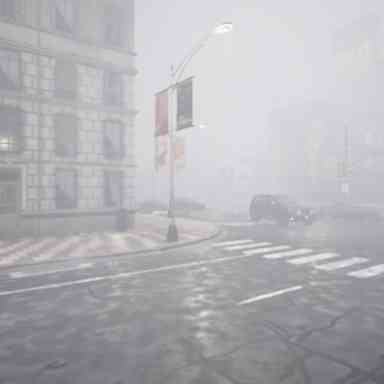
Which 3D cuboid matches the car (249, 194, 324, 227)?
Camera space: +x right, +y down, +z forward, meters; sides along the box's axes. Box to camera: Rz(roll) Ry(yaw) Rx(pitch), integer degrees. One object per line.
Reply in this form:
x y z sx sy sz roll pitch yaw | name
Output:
5.973 1.172 22.585 2.150 2.045 5.566 0 0 -20 | car

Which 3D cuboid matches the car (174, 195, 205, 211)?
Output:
-0.410 1.413 39.309 1.882 1.535 5.008 0 0 -36 | car

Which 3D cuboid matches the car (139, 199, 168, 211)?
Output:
-4.511 1.509 39.029 1.994 1.385 4.181 0 0 -35 | car

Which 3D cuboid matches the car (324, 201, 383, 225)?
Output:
11.432 1.426 23.407 2.128 1.511 4.902 0 0 -40 | car
